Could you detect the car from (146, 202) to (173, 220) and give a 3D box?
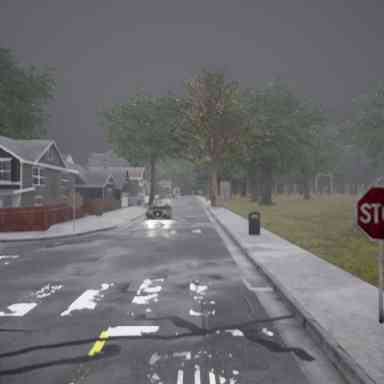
[{"bbox_3d":[-2.695,1.551,28.184,1.994,1.385,4.181,0,0,0],"label":"car"}]
